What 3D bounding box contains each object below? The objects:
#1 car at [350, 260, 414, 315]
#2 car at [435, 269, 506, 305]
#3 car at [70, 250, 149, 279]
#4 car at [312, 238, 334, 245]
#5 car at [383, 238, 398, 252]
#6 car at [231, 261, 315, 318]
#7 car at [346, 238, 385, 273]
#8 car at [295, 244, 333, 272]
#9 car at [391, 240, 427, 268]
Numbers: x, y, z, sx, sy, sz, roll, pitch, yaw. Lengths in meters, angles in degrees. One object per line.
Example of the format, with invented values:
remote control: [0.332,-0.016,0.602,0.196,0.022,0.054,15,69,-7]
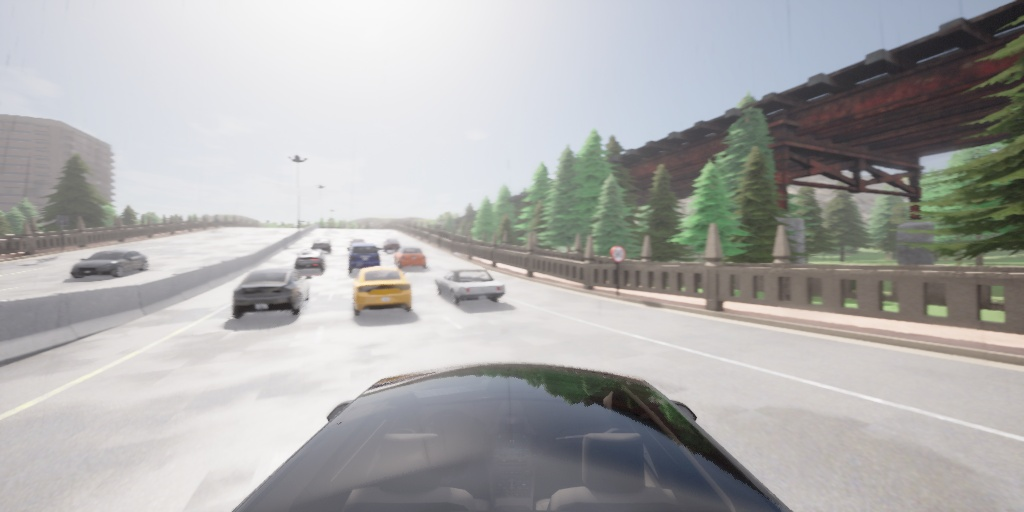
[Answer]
car: [-5.032,1.145,13.679,1.882,1.535,5.008,-1,2,-24]
car: [-1.997,1.203,15.461,1.895,1.301,4.718,-1,2,-24]
car: [-24.286,0.417,21.864,1.837,1.490,4.892,-1,5,-24]
car: [-19.896,-1.187,37.664,2.128,1.511,4.902,-1,7,-24]
car: [-13.559,-1.275,40.641,1.812,1.442,4.674,-1,7,-24]
car: [-8.637,1.197,13.159,1.837,1.490,4.892,-1,3,-24]
car: [-10.966,0.021,26.598,2.150,2.045,5.566,-1,6,-24]
car: [-14.614,0.237,26.195,2.128,1.511,4.902,-1,6,-24]
car: [-8.356,-0.040,29.338,2.097,1.767,4.553,-1,6,-24]
